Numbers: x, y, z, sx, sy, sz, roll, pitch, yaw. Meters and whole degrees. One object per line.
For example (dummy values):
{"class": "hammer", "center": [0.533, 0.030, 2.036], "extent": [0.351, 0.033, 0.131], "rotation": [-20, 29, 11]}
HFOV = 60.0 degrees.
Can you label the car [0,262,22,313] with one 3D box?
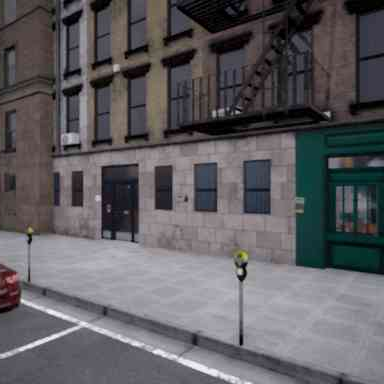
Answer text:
{"class": "car", "center": [-4.858, 1.586, 6.311], "extent": [4.206, 1.307, 1.802], "rotation": [0, 0, 36]}
